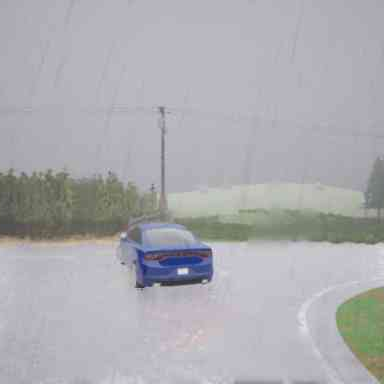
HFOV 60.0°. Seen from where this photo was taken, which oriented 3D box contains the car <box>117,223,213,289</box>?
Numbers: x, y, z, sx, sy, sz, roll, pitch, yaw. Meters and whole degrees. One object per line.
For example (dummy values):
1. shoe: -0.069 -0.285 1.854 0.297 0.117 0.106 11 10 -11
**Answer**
1. car: -1.006 1.662 9.897 1.882 1.535 5.008 1 0 -19
